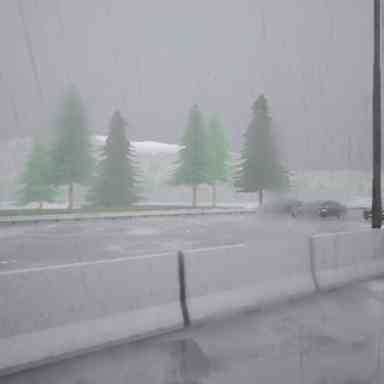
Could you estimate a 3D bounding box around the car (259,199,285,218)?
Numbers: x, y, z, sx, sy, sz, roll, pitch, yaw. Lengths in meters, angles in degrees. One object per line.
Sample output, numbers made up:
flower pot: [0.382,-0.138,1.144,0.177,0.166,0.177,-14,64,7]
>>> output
car: [8.057,1.351,28.850,4.902,1.511,2.128,0,0,-26]

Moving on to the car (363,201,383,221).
car: [14.730,1.345,24.335,5.008,1.535,1.882,0,0,-25]

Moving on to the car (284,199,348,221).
car: [9.914,1.374,25.869,4.892,1.490,1.837,0,0,-26]
